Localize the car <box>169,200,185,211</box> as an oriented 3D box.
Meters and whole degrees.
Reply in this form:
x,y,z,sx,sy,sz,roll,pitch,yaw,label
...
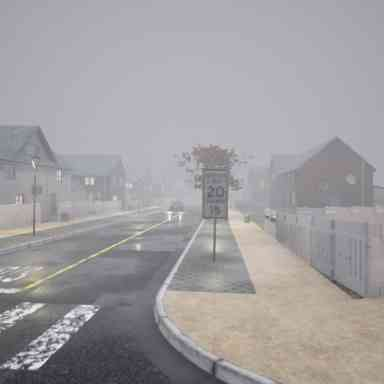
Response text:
x,y,z,sx,sy,sz,roll,pitch,yaw,label
-2.138,1.977,47.832,1.837,1.490,4.892,1,-1,5,car
